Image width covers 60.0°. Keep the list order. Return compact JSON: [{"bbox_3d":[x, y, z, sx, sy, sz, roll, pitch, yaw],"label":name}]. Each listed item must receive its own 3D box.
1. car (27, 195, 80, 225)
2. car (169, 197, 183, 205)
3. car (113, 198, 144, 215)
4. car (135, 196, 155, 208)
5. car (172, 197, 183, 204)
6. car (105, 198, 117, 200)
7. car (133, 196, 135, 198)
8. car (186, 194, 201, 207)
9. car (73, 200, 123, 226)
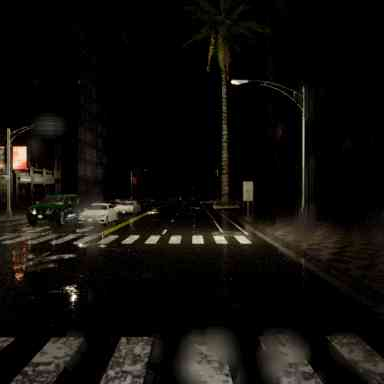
[{"bbox_3d":[-9.750,1.228,24.144,2.150,2.045,5.566,0,0,0],"label":"car"},{"bbox_3d":[-2.920,1.610,57.693,1.994,1.385,4.181,0,0,1],"label":"car"},{"bbox_3d":[-6.461,1.611,33.616,1.895,1.301,4.718,0,0,0],"label":"car"},{"bbox_3d":[-6.379,1.575,47.770,2.033,1.411,5.357,0,0,1],"label":"car"},{"bbox_3d":[-2.878,1.633,67.651,1.994,1.385,4.181,0,0,0],"label":"car"},{"bbox_3d":[-9.679,1.508,39.735,2.128,1.511,4.902,0,0,0],"label":"car"},{"bbox_3d":[-9.508,1.377,57.999,1.812,1.442,4.674,0,0,0],"label":"car"},{"bbox_3d":[0.223,1.259,53.399,2.150,2.045,5.566,0,0,0],"label":"car"},{"bbox_3d":[-6.501,1.531,23.589,1.812,1.442,4.674,0,0,0],"label":"car"}]
